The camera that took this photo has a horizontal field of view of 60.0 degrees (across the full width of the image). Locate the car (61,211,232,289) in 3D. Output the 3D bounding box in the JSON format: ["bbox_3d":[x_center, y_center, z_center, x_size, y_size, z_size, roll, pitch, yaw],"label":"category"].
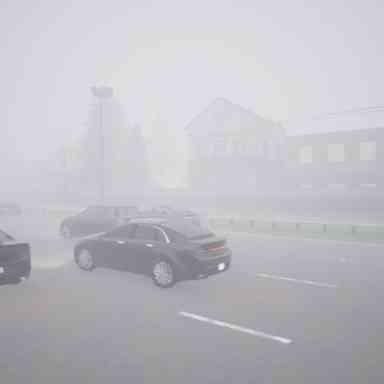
[{"bbox_3d":[-1.279,1.499,9.207,4.892,1.490,1.837,0,0,36],"label":"car"}]

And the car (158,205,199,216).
[{"bbox_3d":[-1.803,1.480,18.182,4.902,1.511,2.128,0,0,36],"label":"car"}]

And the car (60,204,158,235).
[{"bbox_3d":[-4.132,1.340,15.546,4.553,1.767,2.097,0,0,36],"label":"car"}]

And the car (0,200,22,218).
[{"bbox_3d":[-16.693,1.463,28.814,4.902,1.511,2.128,0,0,36],"label":"car"}]

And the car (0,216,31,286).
[{"bbox_3d":[-6.010,1.469,8.284,5.008,1.535,1.882,0,0,36],"label":"car"}]
